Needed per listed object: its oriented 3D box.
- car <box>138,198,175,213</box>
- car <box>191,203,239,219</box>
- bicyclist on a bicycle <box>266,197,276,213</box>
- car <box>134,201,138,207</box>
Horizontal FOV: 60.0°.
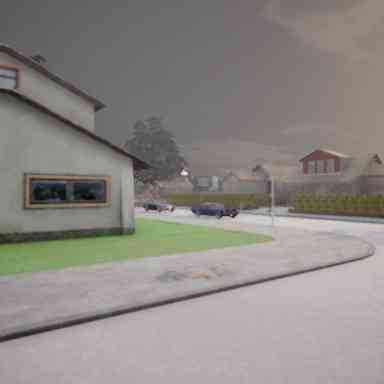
[{"bbox_3d":[-3.757,1.519,37.675,2.128,1.511,4.902,0,0,-35],"label":"car"},{"bbox_3d":[2.017,1.628,29.527,1.895,1.301,4.718,0,0,-35],"label":"car"},{"bbox_3d":[8.364,1.389,35.088,1.656,1.620,0.582,0,0,-35],"label":"bicyclist on a bicycle"},{"bbox_3d":[-7.042,1.598,49.479,1.994,1.385,4.181,0,0,-36],"label":"car"}]
